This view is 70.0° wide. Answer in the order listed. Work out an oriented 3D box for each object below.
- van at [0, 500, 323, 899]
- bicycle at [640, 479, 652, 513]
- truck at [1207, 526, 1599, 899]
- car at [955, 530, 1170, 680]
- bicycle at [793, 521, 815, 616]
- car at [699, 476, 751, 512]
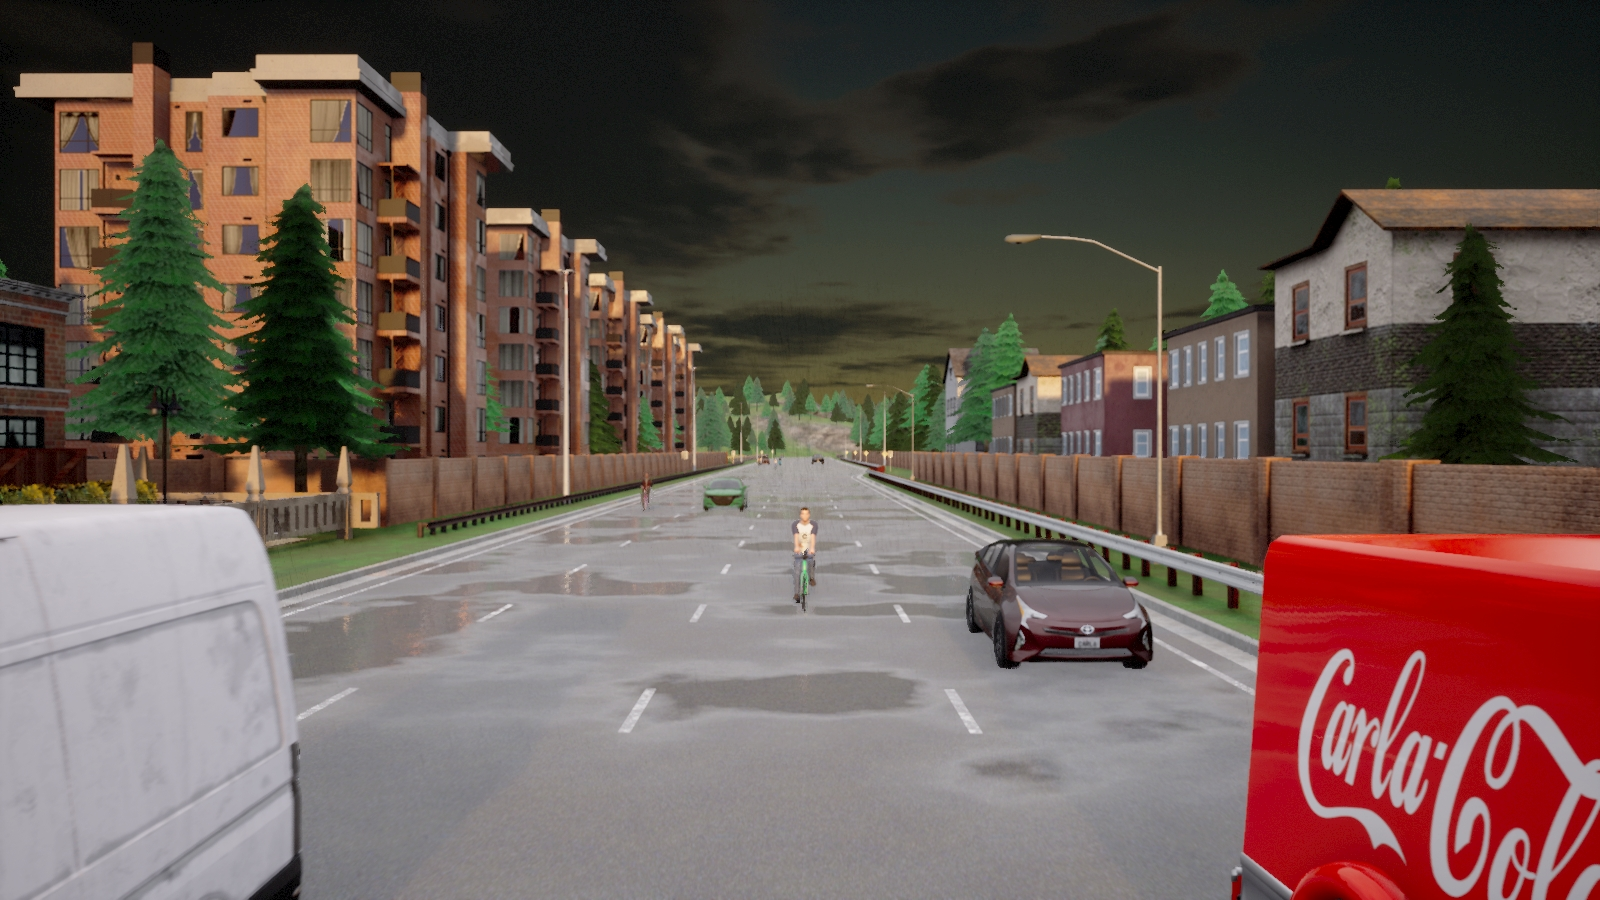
[{"bbox_3d":[-3.500,1.536,3.039,1.988,2.561,5.915,0,0,0],"label":"van"},{"bbox_3d":[-6.996,2.074,51.925,0.329,1.471,1.835,0,0,0],"label":"bicycle"},{"bbox_3d":[3.500,1.587,3.503,2.627,2.467,5.204,0,-1,0],"label":"truck"},{"bbox_3d":[3.499,2.045,16.166,2.007,1.525,4.514,0,0,0],"label":"car"},{"bbox_3d":[0.080,2.062,20.150,0.373,1.496,1.643,0,0,1],"label":"bicycle"},{"bbox_3d":[-3.501,2.049,54.184,2.097,1.535,5.006,0,0,0],"label":"car"}]
